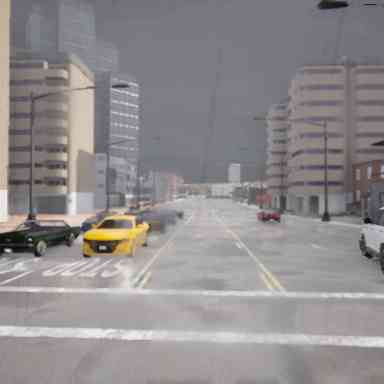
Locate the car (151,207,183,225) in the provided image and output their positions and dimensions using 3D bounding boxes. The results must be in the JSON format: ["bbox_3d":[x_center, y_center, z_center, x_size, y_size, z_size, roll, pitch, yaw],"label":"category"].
[{"bbox_3d":[-2.345,2.437,32.522,2.033,1.411,5.357,0,-2,3],"label":"car"}]

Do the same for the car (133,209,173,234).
[{"bbox_3d":[-2.710,2.114,23.151,1.994,1.385,4.181,0,-2,2],"label":"car"}]

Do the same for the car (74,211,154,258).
[{"bbox_3d":[-3.042,1.758,14.191,1.882,1.535,5.008,0,-2,2],"label":"car"}]

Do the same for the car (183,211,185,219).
[{"bbox_3d":[-1.941,2.863,42.618,1.895,1.301,4.718,0,-2,3],"label":"car"}]

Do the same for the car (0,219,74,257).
[{"bbox_3d":[-6.540,1.876,14.258,1.895,1.301,4.718,0,-2,2],"label":"car"}]

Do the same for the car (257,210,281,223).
[{"bbox_3d":[8.387,2.670,36.670,1.895,1.301,4.718,0,-2,3],"label":"car"}]

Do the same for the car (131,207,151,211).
[{"bbox_3d":[-5.808,2.491,33.721,1.994,1.385,4.181,0,-2,2],"label":"car"}]

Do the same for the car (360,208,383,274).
[{"bbox_3d":[7.022,1.472,10.710,2.150,2.045,5.566,0,-2,18],"label":"car"}]
